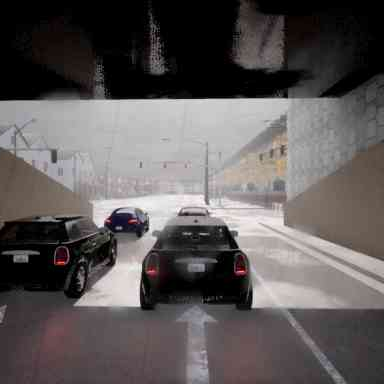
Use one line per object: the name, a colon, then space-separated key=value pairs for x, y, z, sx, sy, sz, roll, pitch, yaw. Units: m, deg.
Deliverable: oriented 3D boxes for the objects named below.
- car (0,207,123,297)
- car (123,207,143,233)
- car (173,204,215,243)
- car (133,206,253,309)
car: x=-3.413 y=1.352 z=8.760 sx=2.097 sy=1.767 sz=4.553 roll=0 pitch=0 yaw=0
car: x=-3.409 y=1.526 z=17.812 sx=1.812 sy=1.442 sz=4.674 roll=0 pitch=0 yaw=0
car: x=0.091 y=1.478 z=17.265 sx=1.882 sy=1.535 sz=5.008 roll=0 pitch=0 yaw=0
car: x=0.081 y=1.352 z=7.997 sx=2.097 sy=1.767 sz=4.553 roll=0 pitch=0 yaw=0
